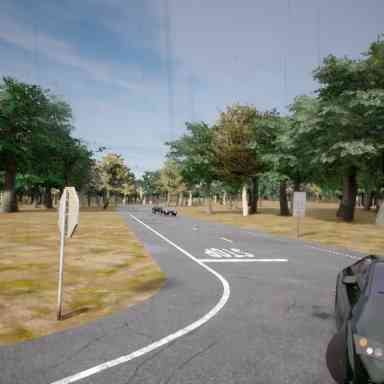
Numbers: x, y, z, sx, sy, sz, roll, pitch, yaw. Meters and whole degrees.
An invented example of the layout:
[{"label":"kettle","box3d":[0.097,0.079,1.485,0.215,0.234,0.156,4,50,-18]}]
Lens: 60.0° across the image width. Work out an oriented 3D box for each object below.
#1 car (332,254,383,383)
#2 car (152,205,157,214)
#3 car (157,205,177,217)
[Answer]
[{"label":"car","box3d":[3.113,1.643,4.634,1.994,1.385,4.181,1,-1,22]},{"label":"car","box3d":[-5.709,2.959,56.887,1.882,1.535,5.008,3,-2,-14]},{"label":"car","box3d":[-3.457,2.848,48.040,1.895,1.301,4.718,3,-2,-13]}]
